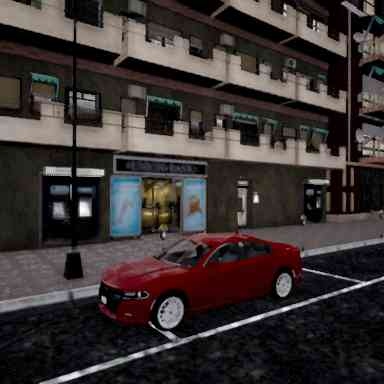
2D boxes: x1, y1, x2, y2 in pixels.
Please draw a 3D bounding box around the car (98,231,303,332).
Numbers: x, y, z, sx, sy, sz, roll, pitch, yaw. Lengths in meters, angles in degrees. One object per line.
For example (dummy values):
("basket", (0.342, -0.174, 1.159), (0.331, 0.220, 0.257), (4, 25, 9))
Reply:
("car", (0.370, 1.542, 6.817), (4.507, 1.381, 1.887), (0, 0, -36))
